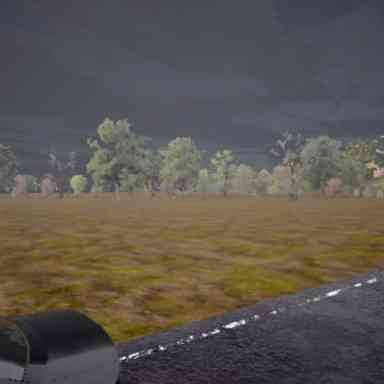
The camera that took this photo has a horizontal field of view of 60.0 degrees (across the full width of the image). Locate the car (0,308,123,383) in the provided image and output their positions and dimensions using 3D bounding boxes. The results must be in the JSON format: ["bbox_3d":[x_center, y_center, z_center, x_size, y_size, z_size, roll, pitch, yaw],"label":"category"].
[{"bbox_3d":[-2.744,1.481,1.422,5.008,1.535,1.882,0,0,-35],"label":"car"}]
